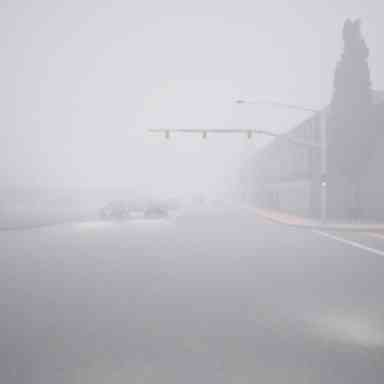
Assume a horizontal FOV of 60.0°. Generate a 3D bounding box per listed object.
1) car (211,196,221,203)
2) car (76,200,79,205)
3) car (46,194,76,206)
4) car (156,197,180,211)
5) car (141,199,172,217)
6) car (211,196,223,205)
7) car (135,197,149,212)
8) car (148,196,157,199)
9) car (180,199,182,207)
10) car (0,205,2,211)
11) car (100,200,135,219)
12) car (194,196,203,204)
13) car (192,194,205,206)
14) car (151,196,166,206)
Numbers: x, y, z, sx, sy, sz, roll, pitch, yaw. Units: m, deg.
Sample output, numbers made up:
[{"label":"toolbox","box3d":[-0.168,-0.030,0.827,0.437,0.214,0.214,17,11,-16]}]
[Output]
[{"label":"car","box3d":[4.959,1.607,69.942,1.994,1.385,4.181,0,0,2]},{"label":"car","box3d":[-20.945,1.513,55.426,3.806,1.475,1.970,0,0,0]},{"label":"car","box3d":[-20.981,1.268,52.532,3.866,1.878,1.905,0,0,0]},{"label":"car","box3d":[-3.052,1.649,42.421,1.994,1.385,4.181,0,0,2]},{"label":"car","box3d":[-3.389,1.667,32.365,1.895,1.301,4.718,0,0,2]},{"label":"car","box3d":[4.623,1.682,60.153,1.994,1.385,4.181,0,0,2]},{"label":"car","box3d":[-6.678,1.644,39.211,1.994,1.385,4.181,0,0,2]},{"label":"car","box3d":[-6.272,1.452,49.219,2.097,1.767,4.553,0,0,2]},{"label":"car","box3d":[-2.636,1.611,52.707,1.837,1.490,4.892,0,0,2]},{"label":"car","box3d":[-21.114,1.229,32.908,3.866,1.878,1.905,0,0,0]},{"label":"car","box3d":[-6.945,1.554,30.302,2.128,1.511,4.902,0,0,2]},{"label":"car","box3d":[1.455,1.616,69.888,1.882,1.535,5.008,0,0,2]},{"label":"car","box3d":[1.115,1.337,57.040,2.150,2.045,5.566,0,0,2]},{"label":"car","box3d":[-5.911,1.598,59.328,1.882,1.535,5.008,0,0,2]}]
